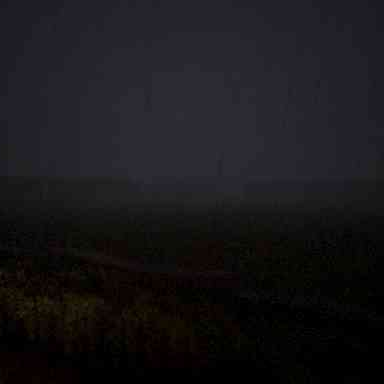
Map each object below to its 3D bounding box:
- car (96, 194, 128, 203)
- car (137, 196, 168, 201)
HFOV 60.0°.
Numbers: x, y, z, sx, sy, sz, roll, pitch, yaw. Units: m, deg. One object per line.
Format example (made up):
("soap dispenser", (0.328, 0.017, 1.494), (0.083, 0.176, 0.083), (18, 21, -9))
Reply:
("car", (-10.839, 1.086, 45.429), (2.097, 1.767, 4.553), (0, 1, 36))
("car", (-5.623, 1.269, 47.381), (2.033, 1.411, 5.357), (0, 1, 35))
